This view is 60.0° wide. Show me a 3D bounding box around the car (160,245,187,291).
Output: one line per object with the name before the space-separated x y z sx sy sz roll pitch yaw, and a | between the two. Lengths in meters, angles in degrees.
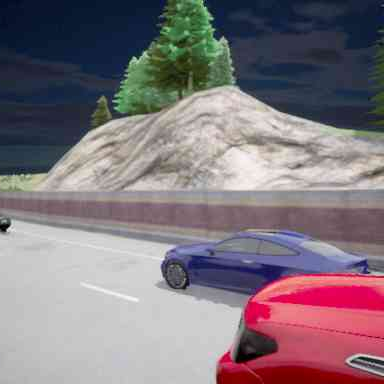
car | 1.408 1.552 7.440 4.674 1.442 1.812 0 0 37

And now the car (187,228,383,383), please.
car | 2.874 1.232 2.003 5.566 2.045 2.150 0 0 35

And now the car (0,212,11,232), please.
car | -12.288 1.666 19.425 4.718 1.301 1.895 0 0 45
